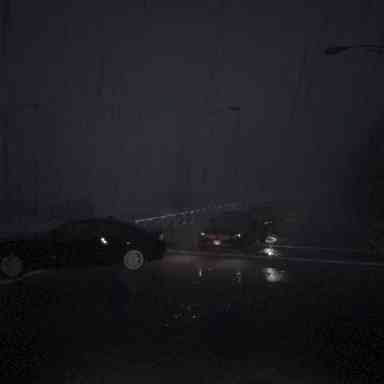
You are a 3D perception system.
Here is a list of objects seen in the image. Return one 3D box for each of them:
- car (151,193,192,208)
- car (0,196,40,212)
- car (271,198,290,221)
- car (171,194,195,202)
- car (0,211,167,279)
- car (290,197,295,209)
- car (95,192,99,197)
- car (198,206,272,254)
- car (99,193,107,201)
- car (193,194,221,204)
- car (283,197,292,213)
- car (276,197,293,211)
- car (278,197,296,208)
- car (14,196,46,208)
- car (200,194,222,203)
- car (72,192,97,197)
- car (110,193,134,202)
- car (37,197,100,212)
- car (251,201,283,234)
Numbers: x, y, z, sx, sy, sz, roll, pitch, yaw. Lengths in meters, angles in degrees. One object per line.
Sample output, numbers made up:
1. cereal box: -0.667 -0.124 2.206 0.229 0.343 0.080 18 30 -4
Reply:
1. car: -2.864 1.075 41.745 4.605 1.855 1.932 0 0 19
2. car: -15.041 1.356 29.404 3.806 1.475 1.970 0 0 19
3. car: 5.934 1.475 24.902 2.128 1.511 4.902 0 0 19
4. car: -1.939 1.259 68.659 4.514 1.523 2.007 0 0 19
5. car: -3.261 1.475 9.843 5.008 1.535 1.882 0 0 -15
6. car: 9.877 1.545 36.495 1.994 1.385 4.181 0 0 19
7. car: -21.692 1.299 68.001 3.806 1.475 1.970 0 0 19
8. car: 1.851 1.514 13.856 1.812 1.442 4.674 0 0 25
9. car: -20.043 1.015 70.952 3.866 1.878 1.905 0 0 19
10. car: 1.798 1.127 56.743 5.027 1.636 2.152 0 0 19
11. car: 7.824 1.487 30.461 1.837 1.490 4.892 0 0 19
12. car: 11.762 1.484 42.047 1.837 1.490 4.892 0 0 19
13. car: 13.656 1.469 47.619 2.128 1.511 4.902 0 0 19
14. car: -21.589 1.274 44.296 3.633 1.501 1.845 0 0 19
15. car: 3.556 1.203 62.923 3.806 1.475 1.970 0 0 19
16. car: -18.333 1.250 53.743 4.514 1.523 2.007 0 0 19
17. car: -13.651 1.047 65.308 4.605 1.855 1.932 0 0 19
18. car: -8.974 1.356 24.194 3.633 1.501 1.845 0 0 19
19. car: 4.010 1.490 19.260 1.837 1.490 4.892 0 0 19
